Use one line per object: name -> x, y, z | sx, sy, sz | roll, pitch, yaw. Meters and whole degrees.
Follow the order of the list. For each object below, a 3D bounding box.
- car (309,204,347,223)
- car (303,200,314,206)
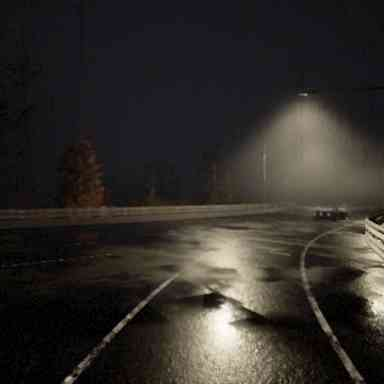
car -> 12.826, 2.035, 30.885 | 2.033, 1.411, 5.357 | 0, -1, 39
car -> 30.908, 2.904, 88.293 | 1.994, 1.385, 4.181 | 0, -1, 7
